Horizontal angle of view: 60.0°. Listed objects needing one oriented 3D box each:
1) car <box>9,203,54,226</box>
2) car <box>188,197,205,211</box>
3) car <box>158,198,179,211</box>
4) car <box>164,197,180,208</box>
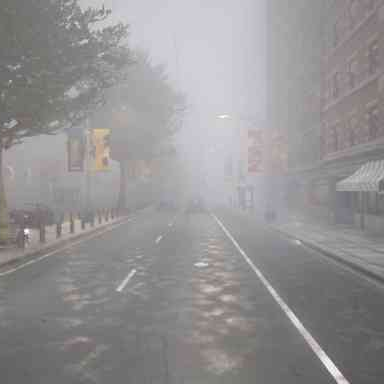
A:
[{"bbox_3d":[-11.254,1.526,23.233,1.812,1.442,4.674,0,0,1],"label":"car"},{"bbox_3d":[0.532,1.601,39.787,1.895,1.301,4.718,0,0,1],"label":"car"},{"bbox_3d":[-2.977,1.478,39.862,1.882,1.535,5.008,0,0,1],"label":"car"},{"bbox_3d":[-2.953,1.547,49.672,2.033,1.411,5.357,0,0,1],"label":"car"}]
